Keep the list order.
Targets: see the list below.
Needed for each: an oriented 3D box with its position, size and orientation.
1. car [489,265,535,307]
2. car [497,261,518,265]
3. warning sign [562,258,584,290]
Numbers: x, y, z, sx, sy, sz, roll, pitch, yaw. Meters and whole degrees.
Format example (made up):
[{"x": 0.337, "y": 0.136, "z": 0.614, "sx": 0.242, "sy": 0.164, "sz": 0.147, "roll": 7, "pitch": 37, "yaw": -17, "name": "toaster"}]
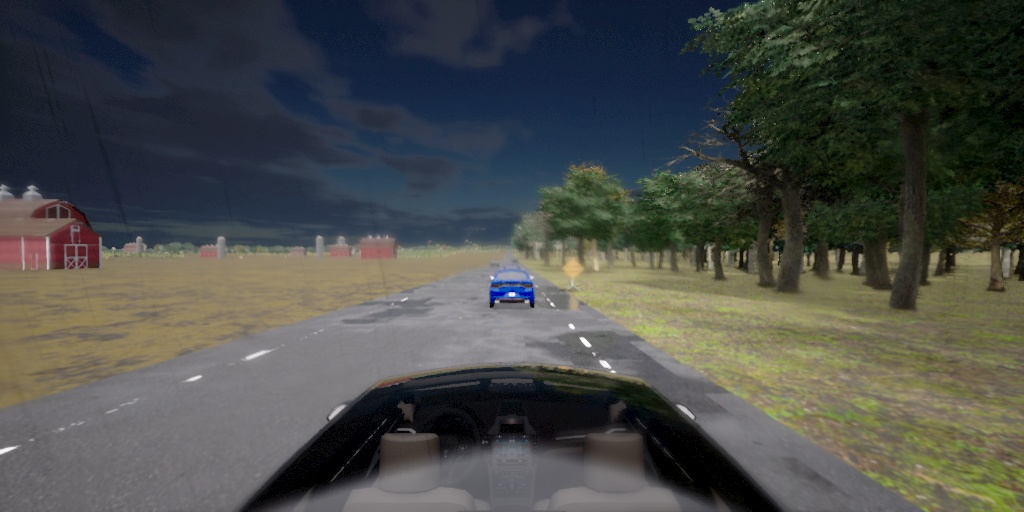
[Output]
[{"x": 0.011, "y": 1.345, "z": 16.329, "sx": 1.882, "sy": 1.535, "sz": 5.008, "roll": 0, "pitch": 0, "yaw": 0, "name": "car"}, {"x": 0.016, "y": 1.462, "z": 31.149, "sx": 2.128, "sy": 1.511, "sz": 4.902, "roll": 0, "pitch": 0, "yaw": 0, "name": "car"}, {"x": 3.558, "y": 1.017, "z": 21.040, "sx": 1.300, "sy": 1.860, "sz": 1.060, "roll": 0, "pitch": 0, "yaw": 0, "name": "warning sign"}]
